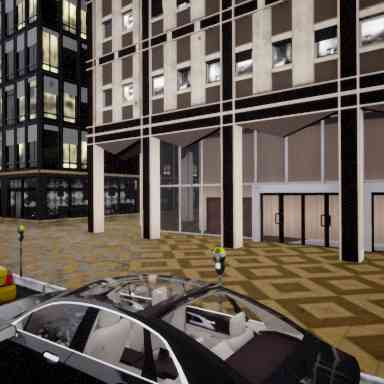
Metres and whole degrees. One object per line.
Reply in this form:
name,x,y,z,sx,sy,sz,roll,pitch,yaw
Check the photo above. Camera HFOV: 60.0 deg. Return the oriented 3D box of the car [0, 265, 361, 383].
car,-0.680,1.551,3.367,4.403,1.369,2.008,0,0,36
